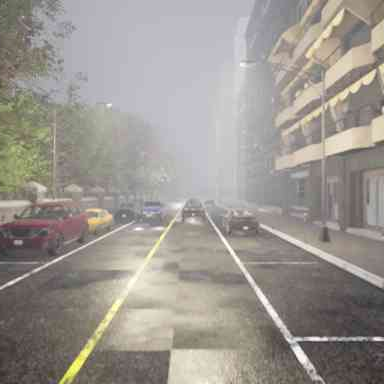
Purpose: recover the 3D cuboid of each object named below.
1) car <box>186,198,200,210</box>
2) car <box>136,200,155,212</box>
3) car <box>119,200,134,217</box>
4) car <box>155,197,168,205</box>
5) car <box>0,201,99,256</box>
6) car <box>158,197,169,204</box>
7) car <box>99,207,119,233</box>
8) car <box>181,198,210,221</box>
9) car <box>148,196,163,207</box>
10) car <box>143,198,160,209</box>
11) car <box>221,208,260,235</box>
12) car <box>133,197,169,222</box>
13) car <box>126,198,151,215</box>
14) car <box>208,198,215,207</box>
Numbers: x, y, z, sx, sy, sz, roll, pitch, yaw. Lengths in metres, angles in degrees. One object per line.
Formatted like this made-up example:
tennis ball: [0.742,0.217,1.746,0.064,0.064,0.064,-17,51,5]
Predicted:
car: [0.131,1.601,45.504,1.812,1.442,4.674,0,0,0]
car: [-5.659,1.649,41.089,1.802,1.307,4.206,0,0,0]
car: [-5.667,1.613,30.012,1.947,1.339,4.313,0,0,0]
car: [-5.721,1.663,63.242,2.008,1.369,4.403,0,0,0]
car: [-5.677,1.335,13.396,2.192,1.841,5.009,0,0,0]
car: [-5.769,1.669,68.782,1.887,1.381,4.507,0,0,0]
car: [-5.674,1.553,18.764,1.752,1.417,4.829,0,0,0]
car: [0.119,1.533,27.661,2.128,1.511,4.902,0,0,0]
car: [-5.651,1.529,52.167,1.967,1.590,4.097,0,0,0]
car: [-5.655,1.603,46.457,1.752,1.417,4.829,0,0,0]
car: [2.706,1.578,18.931,2.008,1.369,4.403,0,0,0]
car: [-2.983,1.369,25.304,1.812,1.442,4.674,0,0,0]
car: [-5.662,1.497,35.550,1.967,1.590,4.097,0,0,0]
car: [2.729,1.639,52.163,2.008,1.369,4.403,0,0,0]
